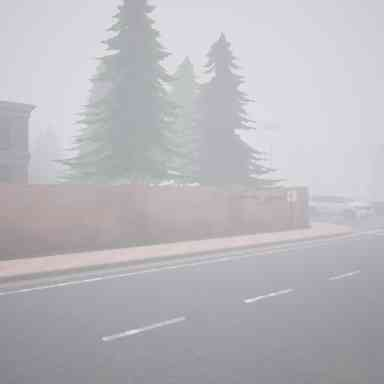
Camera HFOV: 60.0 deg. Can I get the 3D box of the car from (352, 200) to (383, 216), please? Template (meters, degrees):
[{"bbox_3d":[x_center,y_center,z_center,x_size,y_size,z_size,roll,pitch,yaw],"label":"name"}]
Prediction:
[{"bbox_3d":[18.337,1.547,31.613,2.033,1.411,5.357,0,0,-35],"label":"car"}]

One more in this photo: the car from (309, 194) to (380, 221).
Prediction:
[{"bbox_3d":[12.139,1.221,27.803,2.150,2.045,5.566,0,0,-32],"label":"car"}]

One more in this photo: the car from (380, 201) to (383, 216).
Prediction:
[{"bbox_3d":[16.325,1.525,28.396,1.812,1.442,4.674,0,0,-35],"label":"car"}]
